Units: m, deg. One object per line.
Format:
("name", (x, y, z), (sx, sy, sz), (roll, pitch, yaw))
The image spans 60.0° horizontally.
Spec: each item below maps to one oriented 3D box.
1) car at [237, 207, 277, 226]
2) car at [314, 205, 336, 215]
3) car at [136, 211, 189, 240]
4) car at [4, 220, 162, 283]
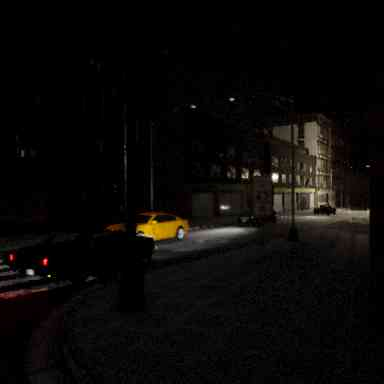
("car", (5.474, 1.984, 27.706), (2.128, 1.511, 4.902), (-1, -1, 36))
("car", (17.945, 2.406, 44.902), (1.895, 1.301, 4.718), (-1, -1, 36))
("car", (-2.178, 1.781, 17.055), (1.882, 1.535, 5.008), (-1, -1, 36))
("car", (-3.112, 1.792, 10.463), (1.895, 1.301, 4.718), (0, -1, 27))
